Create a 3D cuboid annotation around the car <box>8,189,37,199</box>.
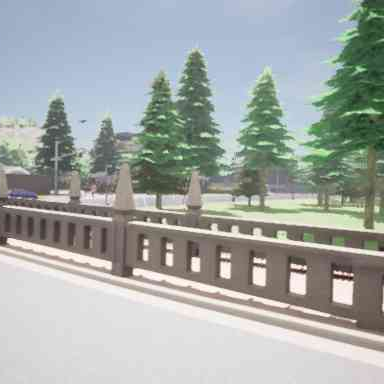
[{"bbox_3d":[-18.958,0.410,35.316,1.812,1.442,4.674,3,2,37],"label":"car"}]
